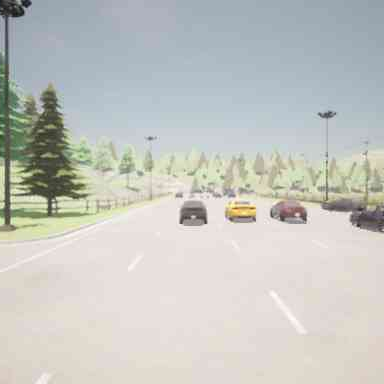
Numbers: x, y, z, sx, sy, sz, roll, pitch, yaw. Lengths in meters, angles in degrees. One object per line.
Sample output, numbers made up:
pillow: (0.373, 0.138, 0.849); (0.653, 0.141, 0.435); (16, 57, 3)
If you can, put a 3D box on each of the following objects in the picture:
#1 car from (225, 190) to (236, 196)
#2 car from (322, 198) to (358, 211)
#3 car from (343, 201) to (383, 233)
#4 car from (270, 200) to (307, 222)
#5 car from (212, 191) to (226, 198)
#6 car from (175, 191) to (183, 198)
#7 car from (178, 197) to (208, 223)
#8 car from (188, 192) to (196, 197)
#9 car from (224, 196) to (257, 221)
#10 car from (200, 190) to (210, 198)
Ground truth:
car: (10.483, 0.848, 88.465); (1.837, 1.490, 4.892); (0, 0, 0)
car: (15.396, 1.322, 33.765); (1.994, 1.385, 4.181); (0, 1, -33)
car: (10.596, 1.417, 18.093); (2.033, 1.411, 5.357); (0, 0, 0)
car: (7.095, 1.348, 24.681); (1.812, 1.442, 4.674); (0, 0, 0)
car: (6.983, 0.898, 88.465); (2.033, 1.411, 5.357); (0, 0, 0)
car: (-3.517, 0.825, 88.463); (1.882, 1.535, 5.008); (0, 0, 0)
car: (0.096, 1.335, 23.625); (1.837, 1.490, 4.892); (0, 0, 0)
car: (-0.017, 0.951, 88.911); (1.895, 1.301, 4.718); (0, 0, 0)
car: (3.594, 1.296, 25.207); (1.882, 1.535, 5.008); (0, 0, 0)
car: (3.483, 0.573, 88.492); (2.150, 2.045, 5.566); (0, 0, 0)
